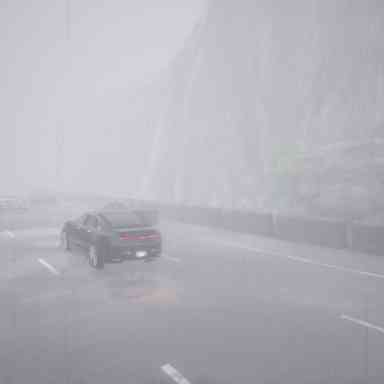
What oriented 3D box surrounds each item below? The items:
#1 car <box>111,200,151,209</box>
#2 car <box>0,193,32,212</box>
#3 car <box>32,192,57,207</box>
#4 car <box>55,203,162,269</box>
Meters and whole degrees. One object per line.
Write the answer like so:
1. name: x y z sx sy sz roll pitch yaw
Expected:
1. car: -3.637 1.177 17.895 1.882 1.535 5.008 0 1 -36
2. car: -14.902 0.818 27.488 1.812 1.442 4.674 0 1 -36
3. car: -15.141 0.680 33.796 1.812 1.442 4.674 0 1 -36
4. car: -2.749 1.327 10.688 1.837 1.490 4.892 0 1 -36
